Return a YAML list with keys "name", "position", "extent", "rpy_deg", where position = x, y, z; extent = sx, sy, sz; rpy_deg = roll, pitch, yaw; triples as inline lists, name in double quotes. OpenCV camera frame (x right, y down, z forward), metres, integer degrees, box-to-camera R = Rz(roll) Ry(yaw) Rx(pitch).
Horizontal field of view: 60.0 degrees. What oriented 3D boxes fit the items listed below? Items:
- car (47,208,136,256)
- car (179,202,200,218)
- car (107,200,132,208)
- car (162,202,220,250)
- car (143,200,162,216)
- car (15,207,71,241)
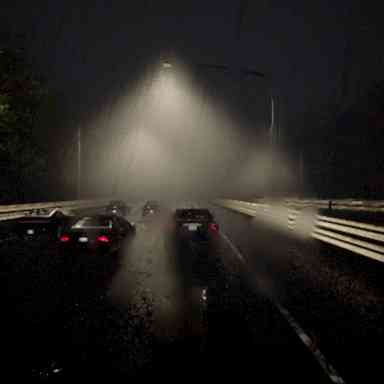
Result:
- name: "car"
  position: [-3.474, 1.564, 13.084]
  extent: [2.033, 1.411, 5.357]
  rpy_deg: [0, 0, -1]
- name: "car"
  position: [-0.268, 1.655, 31.961]
  extent: [1.895, 1.301, 4.718]
  rpy_deg: [0, 0, -1]
- name: "car"
  position: [-7.305, 1.566, 33.493]
  extent: [1.837, 1.490, 4.892]
  rpy_deg: [0, 0, -1]
- name: "car"
  position: [0.004, 1.372, 14.604]
  extent: [2.097, 1.767, 4.553]
  rpy_deg: [0, 0, 0]
- name: "car"
  position: [-3.806, 1.564, 33.525]
  extent: [1.837, 1.490, 4.892]
  rpy_deg: [0, 0, -1]
- name: "car"
  position: [-7.018, 1.515, 16.836]
  extent: [2.128, 1.511, 4.902]
  rpy_deg: [0, 0, -1]
